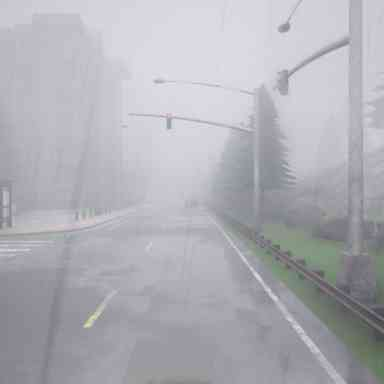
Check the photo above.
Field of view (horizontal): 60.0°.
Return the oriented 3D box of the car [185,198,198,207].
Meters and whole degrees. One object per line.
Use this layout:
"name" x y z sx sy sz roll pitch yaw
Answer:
"car" -0.039 1.564 50.677 1.994 1.385 4.181 0 0 0
